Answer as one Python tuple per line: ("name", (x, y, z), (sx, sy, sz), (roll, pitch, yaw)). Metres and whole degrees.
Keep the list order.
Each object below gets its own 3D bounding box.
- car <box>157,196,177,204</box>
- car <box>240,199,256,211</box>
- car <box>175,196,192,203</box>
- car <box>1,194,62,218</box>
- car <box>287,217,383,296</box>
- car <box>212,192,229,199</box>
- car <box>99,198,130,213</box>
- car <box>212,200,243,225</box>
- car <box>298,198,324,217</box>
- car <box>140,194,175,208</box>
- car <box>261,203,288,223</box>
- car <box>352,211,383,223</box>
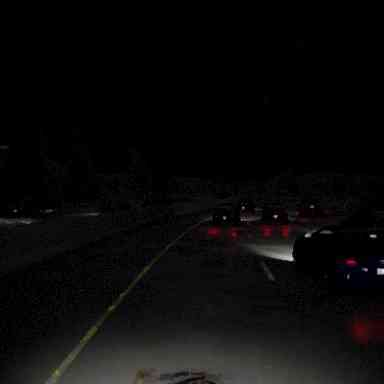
("car", (-5.072, 1.567, 68.894), (1.882, 1.535, 5.008), (0, 0, 25))
("car", (6.696, 1.579, 41.032), (1.837, 1.490, 4.892), (0, 0, 17))
("car", (-1.777, 1.570, 67.648), (1.882, 1.535, 5.008), (0, 0, 25))
("car", (-14.268, 1.246, 30.628), (2.150, 2.045, 5.566), (0, 0, 12))
("car", (4.053, 1.584, 8.742), (1.994, 1.385, 4.181), (0, 0, 4))
("car", (6.535, 1.044, 75.994), (2.150, 2.045, 5.566), (0, 0, 29))
("car", (-8.863, 1.521, 38.285), (1.882, 1.535, 5.008), (0, 0, 15))
("car", (2.592, 1.567, 24.597), (1.812, 1.442, 4.674), (0, 0, 10))
("car", (11.517, 1.420, 32.478), (2.097, 1.767, 4.553), (0, 0, 14))
("car", (-4.404, 1.276, 41.358), (2.150, 2.045, 5.566), (0, 0, 17))
("car", (6.445, 1.576, 26.139), (1.812, 1.442, 4.674), (0, 0, 11))
("car", (8.172, 1.562, 14.975), (1.812, 1.442, 4.674), (0, 0, 7))
